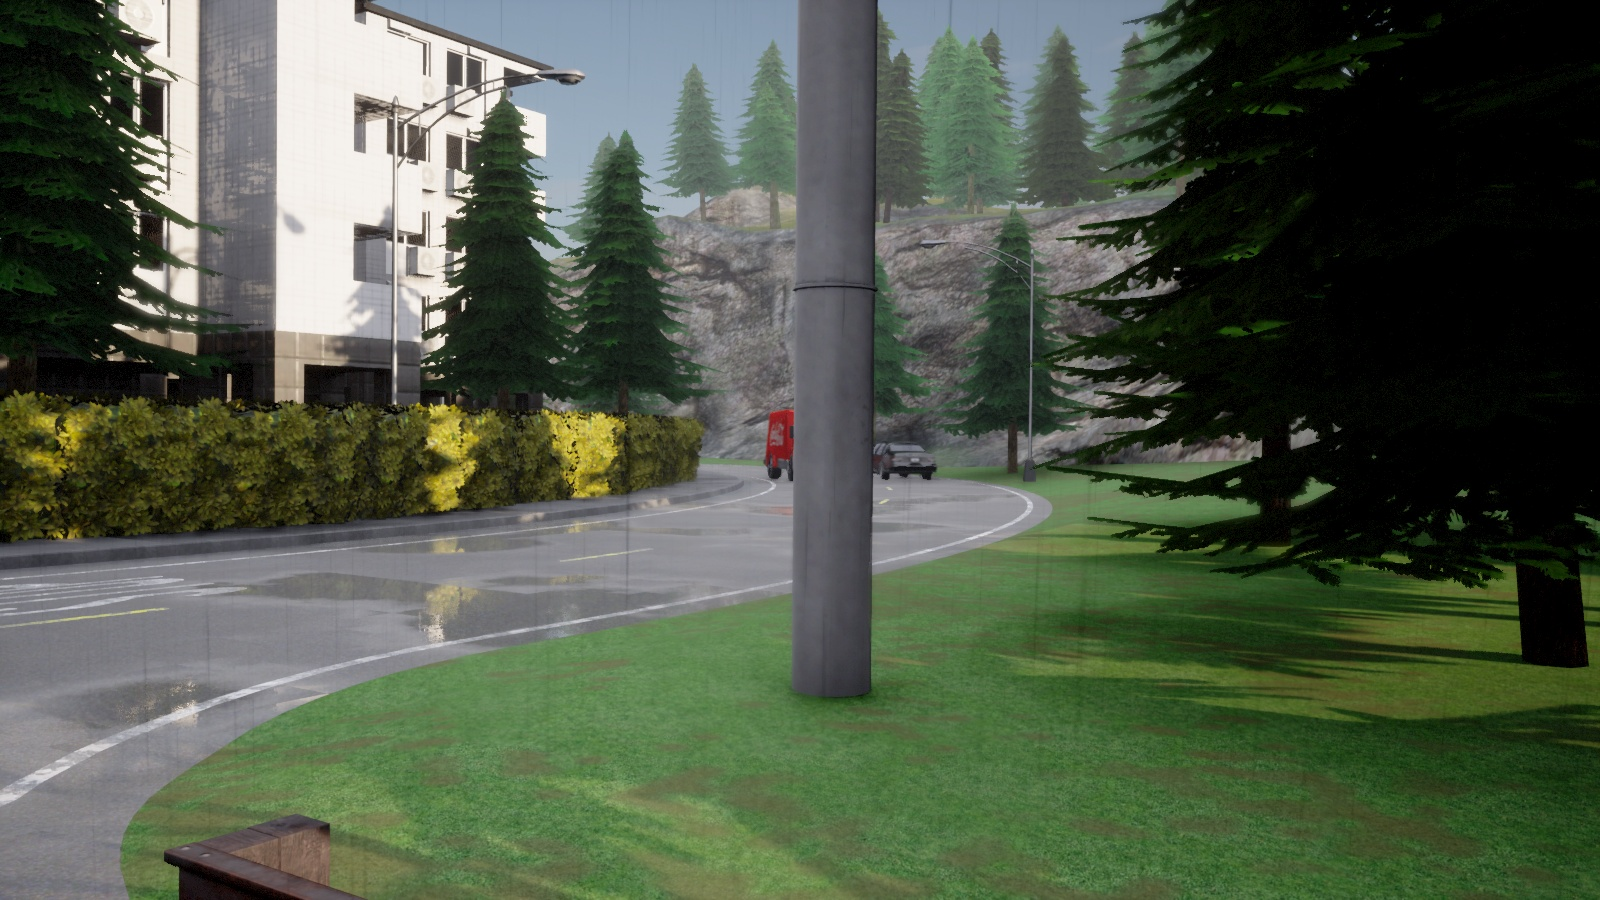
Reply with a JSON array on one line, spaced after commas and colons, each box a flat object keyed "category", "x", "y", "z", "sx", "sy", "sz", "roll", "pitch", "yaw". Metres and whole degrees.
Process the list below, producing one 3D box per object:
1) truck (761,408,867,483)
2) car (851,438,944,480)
[{"category": "truck", "x": 0.407, "y": -0.185, "z": 44.125, "sx": 2.627, "sy": 2.467, "sz": 5.204, "roll": 0, "pitch": 1, "yaw": -12}, {"category": "car", "x": 3.515, "y": 0.288, "z": 46.518, "sx": 2.033, "sy": 1.411, "sz": 5.357, "roll": -1, "pitch": 1, "yaw": -11}]
